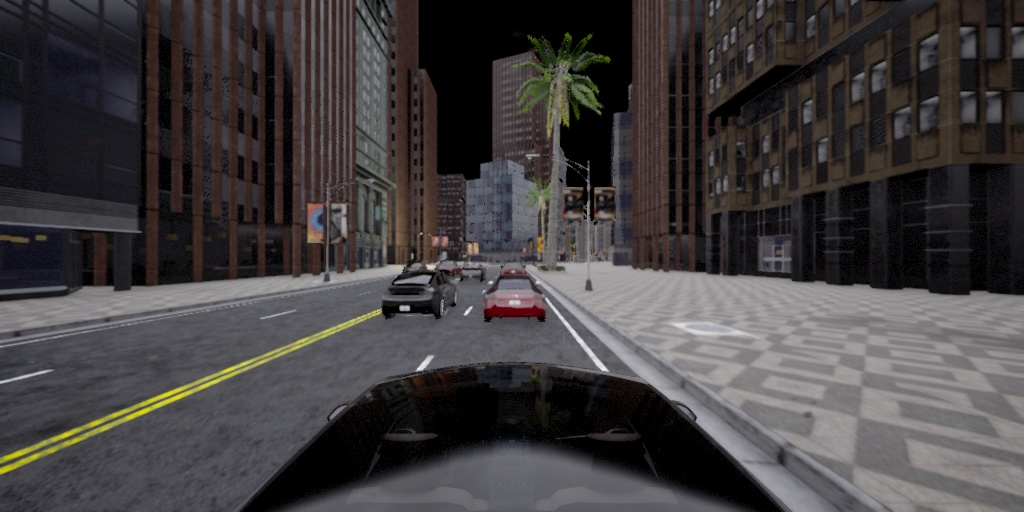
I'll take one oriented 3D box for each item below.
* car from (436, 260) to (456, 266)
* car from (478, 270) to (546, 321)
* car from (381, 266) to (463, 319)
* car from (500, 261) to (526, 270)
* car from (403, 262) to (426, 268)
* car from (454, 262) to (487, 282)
[{"bbox_3d":[-6.593,1.245,36.639,2.097,1.767,4.553,0,0,0],"label":"car"},{"bbox_3d":[0.087,1.356,12.616,1.994,1.385,4.181,0,0,0],"label":"car"},{"bbox_3d":[-3.160,1.299,13.018,1.837,1.490,4.892,0,0,0],"label":"car"},{"bbox_3d":[0.093,1.213,29.607,2.097,1.767,4.553,0,0,0],"label":"car"},{"bbox_3d":[-9.842,1.398,36.582,1.837,1.490,4.892,0,0,0],"label":"car"},{"bbox_3d":[-3.155,1.354,29.854,2.128,1.511,4.902,0,0,0],"label":"car"}]
